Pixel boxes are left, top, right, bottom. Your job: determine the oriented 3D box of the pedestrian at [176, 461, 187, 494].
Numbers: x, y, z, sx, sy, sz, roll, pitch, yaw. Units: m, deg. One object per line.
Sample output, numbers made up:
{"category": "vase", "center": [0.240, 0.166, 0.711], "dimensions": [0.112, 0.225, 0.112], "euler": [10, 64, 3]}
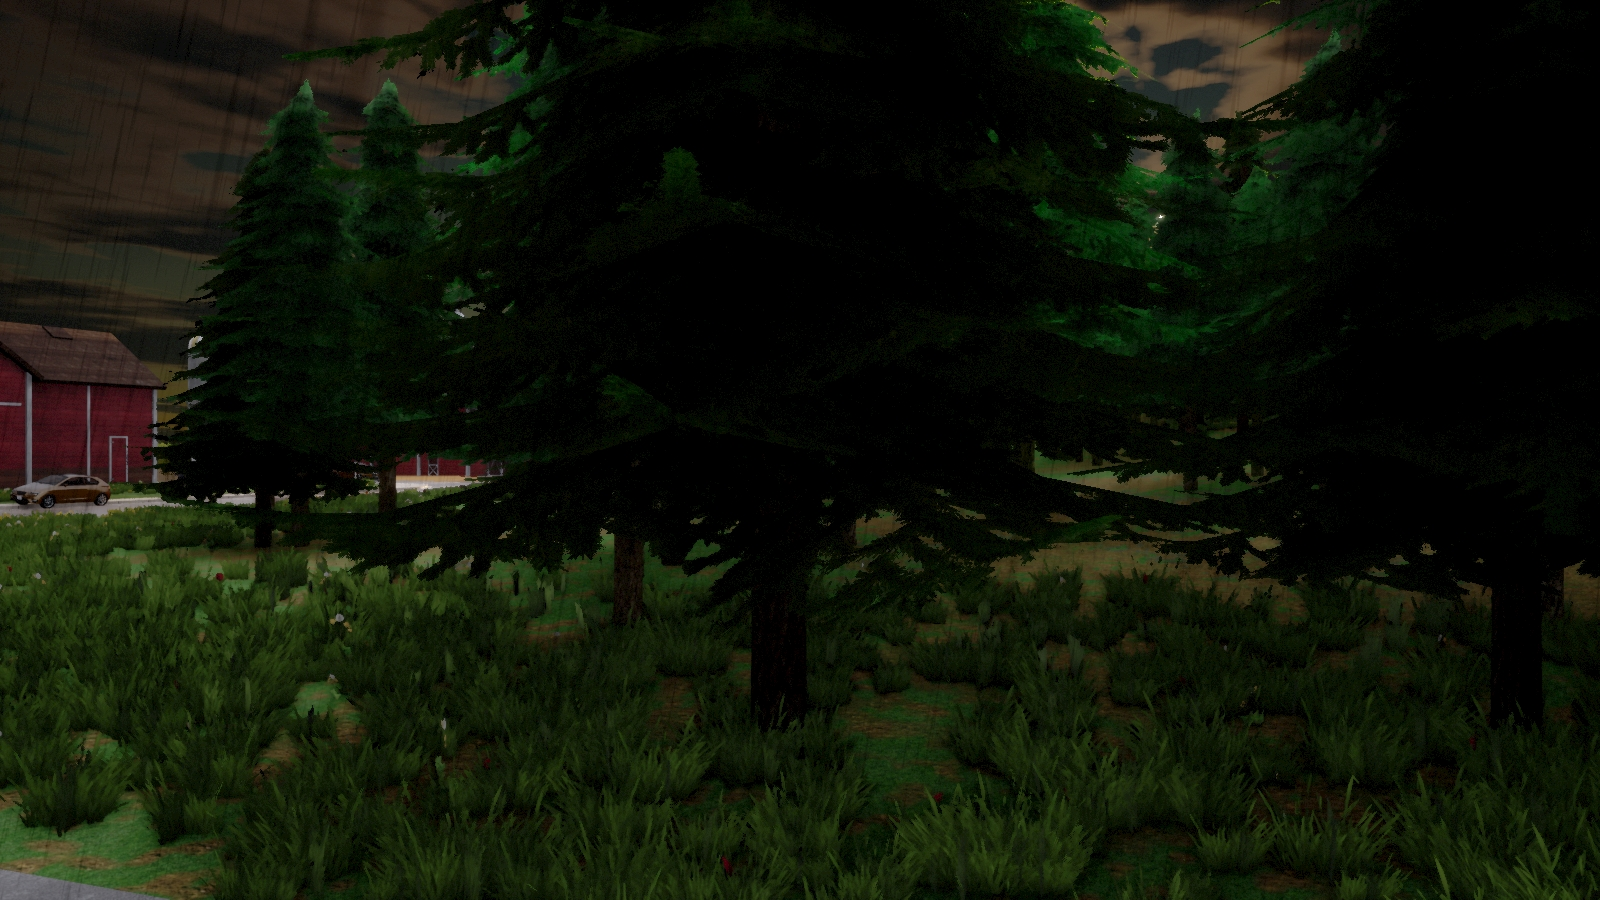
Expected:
{"category": "pedestrian", "center": [-34.536, 1.545, 63.781], "dimensions": [0.375, 1.860, 0.375], "euler": [0, 0, 5]}
